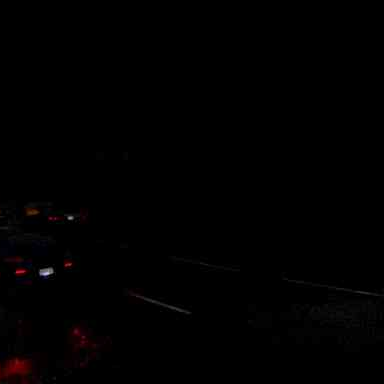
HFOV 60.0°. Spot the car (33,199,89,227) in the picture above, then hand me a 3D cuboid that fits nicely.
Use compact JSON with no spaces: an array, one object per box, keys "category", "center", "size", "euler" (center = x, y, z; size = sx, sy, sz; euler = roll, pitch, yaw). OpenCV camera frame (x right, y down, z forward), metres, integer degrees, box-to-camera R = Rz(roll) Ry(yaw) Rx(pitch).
[{"category":"car","center":[-7.532,1.435,19.130],"size":[2.150,2.045,5.566],"euler":[0,0,-31]}]

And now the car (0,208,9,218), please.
[{"category":"car","center":[-14.252,1.823,23.840],"size":[1.812,1.442,4.674],"euler":[0,-1,-30]}]

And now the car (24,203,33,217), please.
[{"category":"car","center":[-16.463,1.883,34.925],"size":[1.882,1.535,5.008],"euler":[0,0,-29]}]

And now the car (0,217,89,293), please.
[{"category":"car","center":[-4.784,1.635,9.136],"size":[1.812,1.442,4.674],"euler":[0,-1,-42]}]
